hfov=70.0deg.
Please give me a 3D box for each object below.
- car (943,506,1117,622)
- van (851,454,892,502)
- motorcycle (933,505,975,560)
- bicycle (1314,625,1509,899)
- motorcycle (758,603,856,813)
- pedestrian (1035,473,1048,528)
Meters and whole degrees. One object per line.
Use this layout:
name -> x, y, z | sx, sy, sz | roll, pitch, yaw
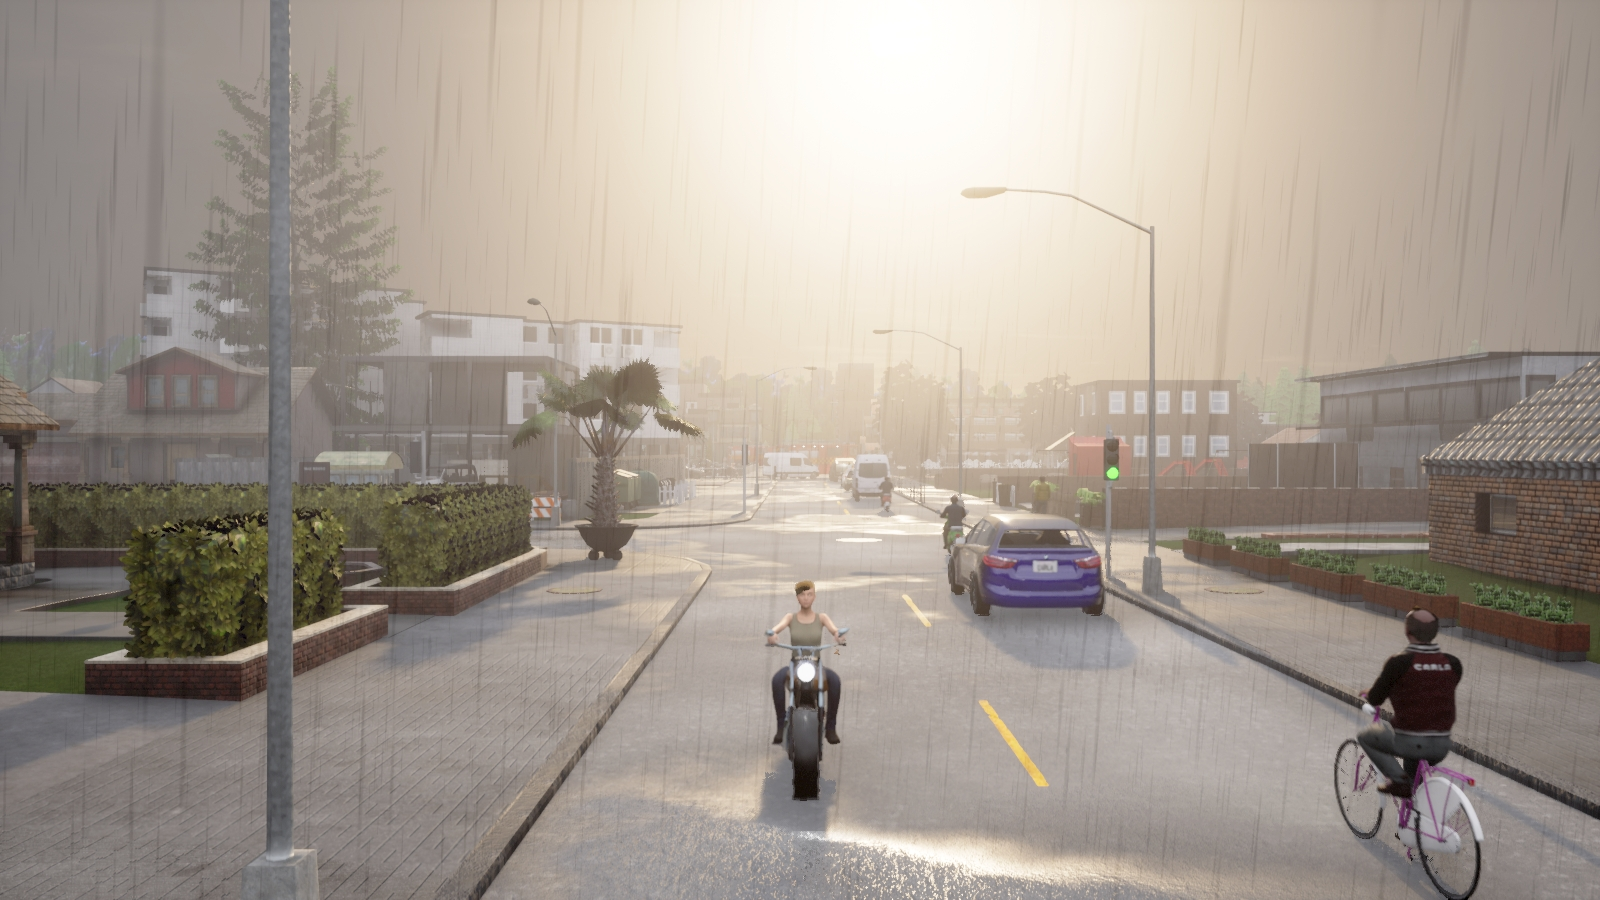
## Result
car -> 4.027, 1.967, 20.879 | 2.242, 1.667, 4.611 | 0, 0, 0
van -> 4.004, 1.535, 64.838 | 1.988, 2.561, 5.915 | 0, 0, 1
motorcycle -> 4.026, 2.142, 29.940 | 0.856, 1.316, 1.805 | 0, 0, 0
bicycle -> 4.046, 2.060, 7.706 | 0.329, 1.471, 1.835 | 0, 0, 0
motorcycle -> 0.062, 2.155, 10.024 | 0.764, 1.307, 2.356 | 0, 0, 0
pedestrian -> 8.342, 1.744, 39.473 | 0.375, 1.860, 0.375 | 0, 0, -4
